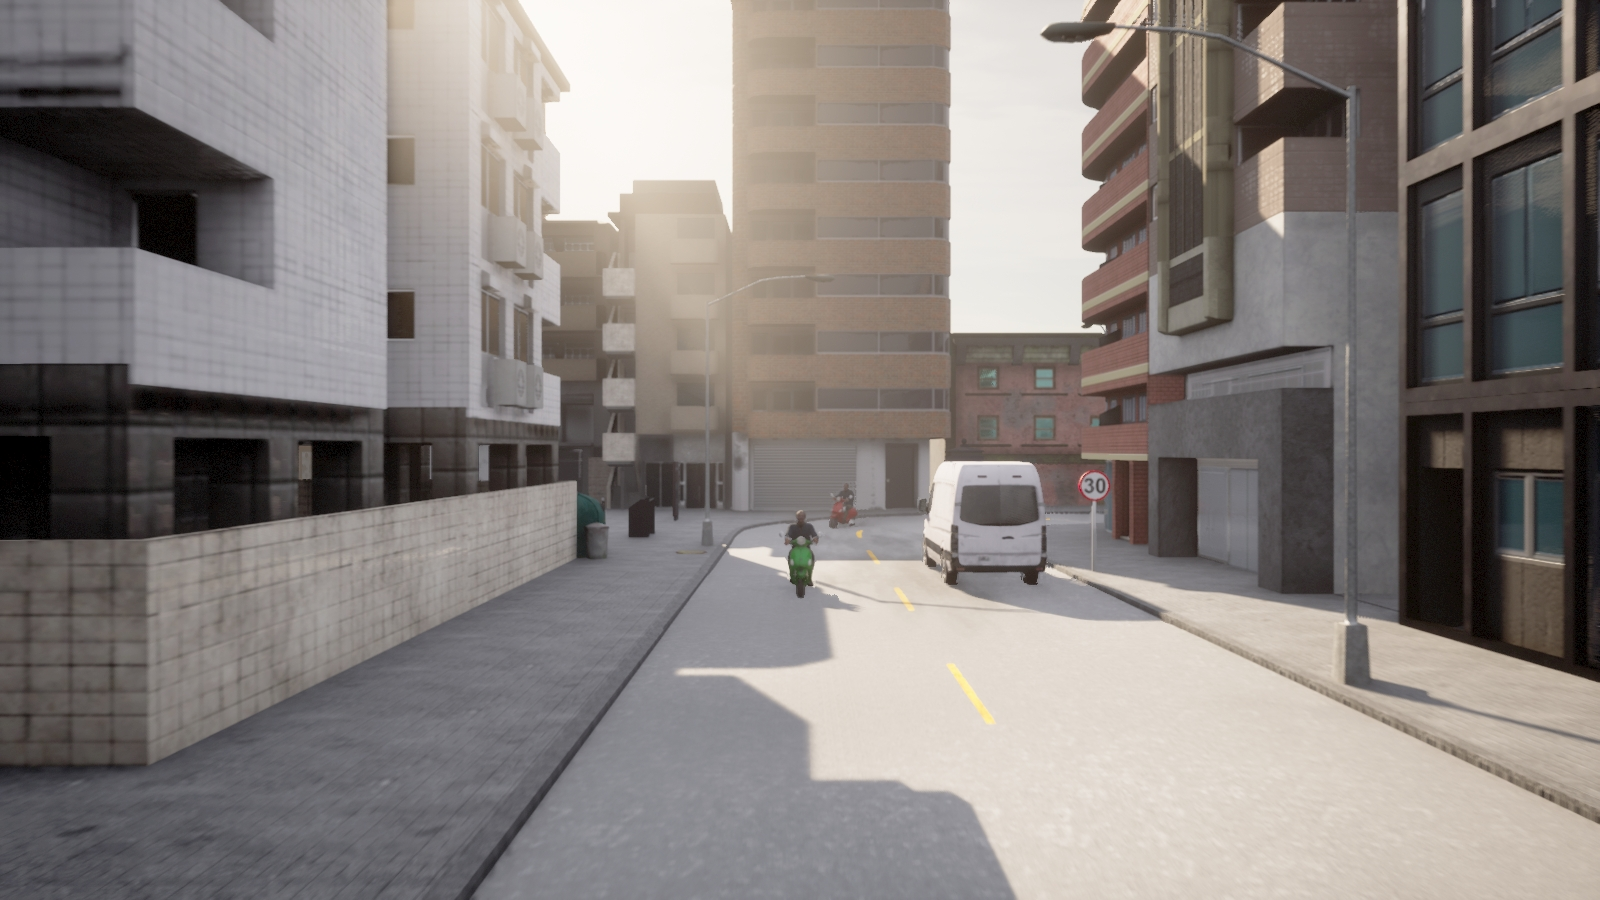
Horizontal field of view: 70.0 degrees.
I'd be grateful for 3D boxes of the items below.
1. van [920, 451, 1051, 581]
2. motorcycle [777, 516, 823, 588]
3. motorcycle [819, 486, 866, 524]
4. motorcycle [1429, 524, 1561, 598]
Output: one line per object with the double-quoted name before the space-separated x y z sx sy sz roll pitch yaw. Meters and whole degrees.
"van" 4.005 1.315 25.712 1.988 2.561 5.915 0 0 0
"motorcycle" 0.007 1.962 22.282 0.856 1.236 1.805 0 0 0
"motorcycle" 1.532 1.964 41.027 0.856 1.236 1.805 3 2 31
"motorcycle" 12.349 1.962 20.344 1.805 1.236 0.856 0 -1 2
